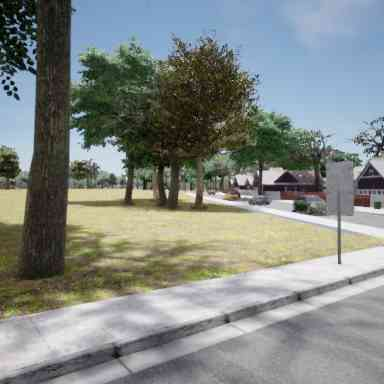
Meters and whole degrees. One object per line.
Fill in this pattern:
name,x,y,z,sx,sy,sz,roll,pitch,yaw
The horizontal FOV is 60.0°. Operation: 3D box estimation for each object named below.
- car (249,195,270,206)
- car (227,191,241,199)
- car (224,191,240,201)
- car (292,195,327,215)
car,9.149,1.119,45.165,1.994,1.385,4.181,-1,1,-6
car,8.981,0.652,71.205,1.837,1.490,4.892,-1,1,-7
car,7.297,0.799,61.571,1.882,1.535,5.008,-1,1,-6
car,10.877,1.110,30.186,2.097,1.767,4.553,-1,1,-7
